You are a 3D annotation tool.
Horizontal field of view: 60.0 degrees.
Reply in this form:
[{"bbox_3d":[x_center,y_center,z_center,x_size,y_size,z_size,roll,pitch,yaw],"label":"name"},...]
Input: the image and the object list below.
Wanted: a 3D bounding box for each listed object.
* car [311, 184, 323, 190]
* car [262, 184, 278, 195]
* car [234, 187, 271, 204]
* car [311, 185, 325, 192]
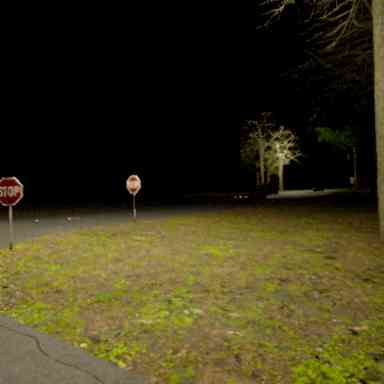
[{"bbox_3d":[33.033,-1.238,88.144,1.994,1.385,4.181,-2,1,35],"label":"car"},{"bbox_3d":[13.592,-0.300,59.772,2.150,2.045,5.566,-2,1,34],"label":"car"},{"bbox_3d":[6.517,0.530,36.999,2.033,1.411,5.357,-2,0,34],"label":"car"},{"bbox_3d":[28.022,-0.795,72.998,1.895,1.301,4.718,-2,1,28],"label":"car"}]
